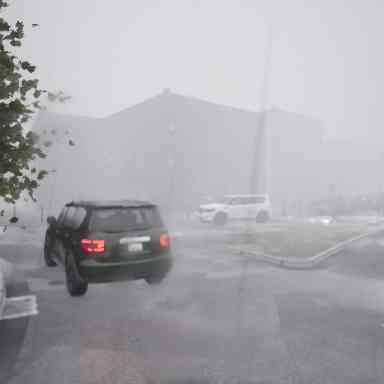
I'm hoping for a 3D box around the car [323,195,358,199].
[{"bbox_3d":[15.263,1.192,36.816,2.185,1.767,4.553,-1,0,-40],"label":"car"}]

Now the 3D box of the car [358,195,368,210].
[{"bbox_3d":[17.347,1.294,38.632,2.097,1.535,5.008,-1,0,-40],"label":"car"}]

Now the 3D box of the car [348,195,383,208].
[{"bbox_3d":[23.657,1.208,43.986,2.231,1.521,4.892,-1,0,-40],"label":"car"}]

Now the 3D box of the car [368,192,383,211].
[{"bbox_3d":[21.511,1.150,36.216,4.553,1.767,2.097,-1,1,-39],"label":"car"}]

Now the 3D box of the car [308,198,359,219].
[{"bbox_3d":[11.968,1.463,28.378,4.181,1.385,1.994,-1,0,-37],"label":"car"}]

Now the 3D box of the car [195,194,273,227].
[{"bbox_3d":[2.995,1.197,22.996,5.566,2.045,2.150,0,0,-25],"label":"car"}]

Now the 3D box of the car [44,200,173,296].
[{"bbox_3d":[-2.544,1.225,9.089,2.150,2.045,5.566,0,0,-31],"label":"car"}]
